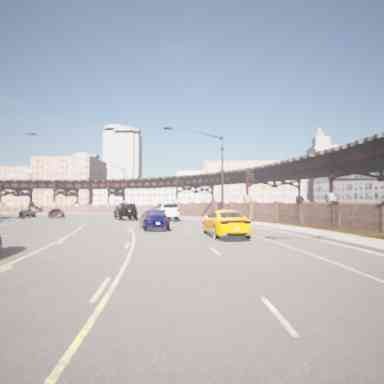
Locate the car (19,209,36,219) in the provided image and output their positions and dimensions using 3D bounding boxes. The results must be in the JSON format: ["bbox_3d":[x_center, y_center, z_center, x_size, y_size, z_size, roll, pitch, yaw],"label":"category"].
[{"bbox_3d":[-25.471,3.354,51.439,2.033,1.411,5.357,1,-3,-34],"label":"car"}]

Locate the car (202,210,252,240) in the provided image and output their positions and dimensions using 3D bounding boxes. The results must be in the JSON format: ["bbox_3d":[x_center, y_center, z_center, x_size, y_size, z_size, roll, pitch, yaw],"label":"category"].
[{"bbox_3d":[1.849,1.768,19.000,1.882,1.535,5.008,0,-2,-9],"label":"car"}]

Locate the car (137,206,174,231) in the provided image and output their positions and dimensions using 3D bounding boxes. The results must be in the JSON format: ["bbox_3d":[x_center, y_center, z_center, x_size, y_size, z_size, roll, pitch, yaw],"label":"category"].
[{"bbox_3d":[-2.755,1.983,24.169,1.812,1.442,4.674,0,-2,-13],"label":"car"}]

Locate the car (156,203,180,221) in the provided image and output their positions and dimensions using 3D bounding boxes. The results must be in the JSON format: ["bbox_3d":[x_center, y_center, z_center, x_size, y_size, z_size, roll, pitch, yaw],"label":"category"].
[{"bbox_3d":[-3.082,2.243,37.833,2.150,2.045,5.566,1,-3,-19],"label":"car"}]

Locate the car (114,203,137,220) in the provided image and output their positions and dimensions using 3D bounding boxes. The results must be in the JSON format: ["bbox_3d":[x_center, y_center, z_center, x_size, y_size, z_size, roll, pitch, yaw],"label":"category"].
[{"bbox_3d":[-8.375,2.446,41.796,2.150,2.045,5.566,1,-3,-22],"label":"car"}]

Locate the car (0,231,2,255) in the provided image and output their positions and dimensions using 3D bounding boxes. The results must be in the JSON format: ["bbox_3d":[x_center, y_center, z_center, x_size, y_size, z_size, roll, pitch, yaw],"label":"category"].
[{"bbox_3d":[-7.722,1.434,10.102,2.097,1.767,4.553,0,-1,-7],"label":"car"}]

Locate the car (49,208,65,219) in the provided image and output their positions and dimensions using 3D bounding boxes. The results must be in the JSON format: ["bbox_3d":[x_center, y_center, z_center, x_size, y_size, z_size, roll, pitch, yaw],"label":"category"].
[{"bbox_3d":[-20.026,3.169,49.187,1.812,1.442,4.674,1,-3,-30],"label":"car"}]
